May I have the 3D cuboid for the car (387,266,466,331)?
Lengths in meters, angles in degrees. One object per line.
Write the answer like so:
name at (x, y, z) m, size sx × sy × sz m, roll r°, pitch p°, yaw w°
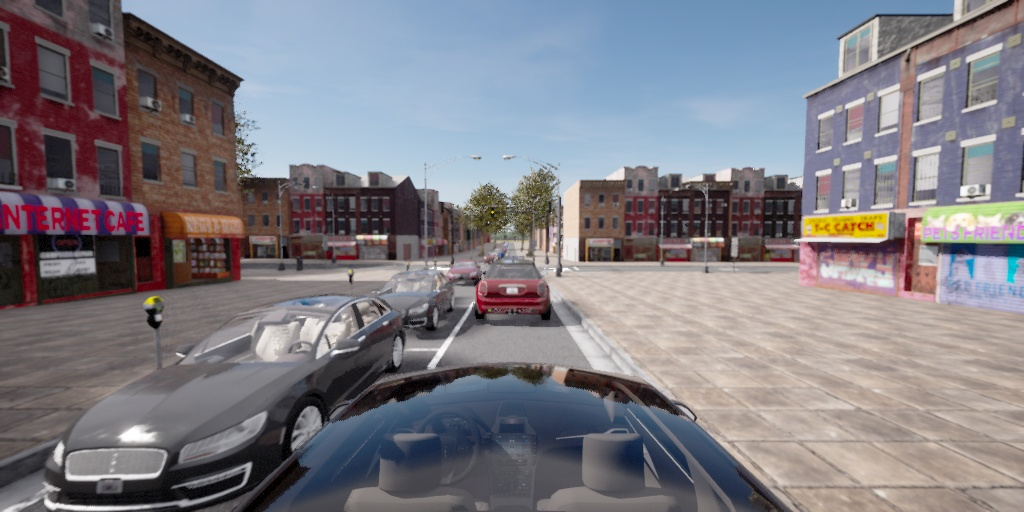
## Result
car at (-2.646, 1.105, 10.008) m, size 2.007 × 1.370 × 4.403 m, roll 0°, pitch 0°, yaw 0°

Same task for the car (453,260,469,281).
car at (-2.653, 0.888, 20.899) m, size 1.802 × 1.307 × 4.207 m, roll 0°, pitch 0°, yaw 0°

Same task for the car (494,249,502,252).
car at (-2.670, 0.173, 47.668) m, size 1.967 × 1.591 × 4.097 m, roll 0°, pitch 0°, yaw 0°

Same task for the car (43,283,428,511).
car at (-2.642, 1.232, 4.561) m, size 2.007 × 1.370 × 4.403 m, roll 0°, pitch 0°, yaw 0°

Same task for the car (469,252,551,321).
car at (0.086, 0.872, 11.532) m, size 2.097 × 1.767 × 4.553 m, roll 0°, pitch 1°, yaw 2°
